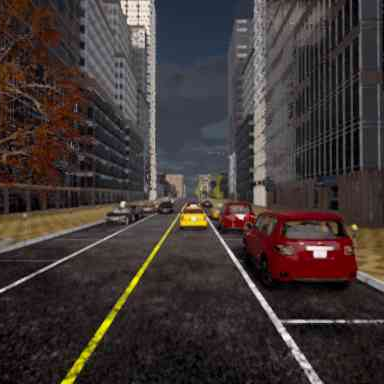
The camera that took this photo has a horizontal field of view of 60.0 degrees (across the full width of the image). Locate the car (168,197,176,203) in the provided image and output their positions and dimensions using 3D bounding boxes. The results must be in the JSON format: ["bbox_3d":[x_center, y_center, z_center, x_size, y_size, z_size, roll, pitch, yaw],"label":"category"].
[{"bbox_3d":[-5.664,2.368,94.776,1.967,1.590,4.097,0,-1,0],"label":"car"}]

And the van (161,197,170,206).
[{"bbox_3d":[-5.669,2.058,72.011,1.690,1.788,3.998,0,-1,0],"label":"van"}]

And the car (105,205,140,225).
[{"bbox_3d":[-5.681,1.825,26.472,2.008,1.369,4.403,0,-1,0],"label":"car"}]

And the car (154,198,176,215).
[{"bbox_3d":[-3.083,1.891,40.467,1.882,1.535,5.008,0,-1,0],"label":"car"}]

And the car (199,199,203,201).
[{"bbox_3d":[0.111,1.991,41.977,1.994,1.385,4.181,0,-1,0],"label":"car"}]

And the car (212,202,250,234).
[{"bbox_3d":[2.700,1.532,20.769,2.192,1.841,5.009,0,-1,0],"label":"car"}]

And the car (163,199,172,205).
[{"bbox_3d":[-5.669,2.352,77.700,1.802,1.307,4.206,0,-1,0],"label":"car"}]

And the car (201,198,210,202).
[{"bbox_3d":[2.708,2.174,60.609,1.947,1.339,4.313,0,-1,0],"label":"car"}]

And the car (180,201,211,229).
[{"bbox_3d":[0.106,1.700,23.527,1.801,1.575,5.366,0,-1,0],"label":"car"}]

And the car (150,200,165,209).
[{"bbox_3d":[-5.674,2.104,54.932,2.008,1.369,4.403,0,-1,0],"label":"car"}]

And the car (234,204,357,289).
[{"bbox_3d":[2.697,1.415,9.385,2.192,1.841,5.009,0,-1,0],"label":"car"}]

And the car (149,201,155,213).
[{"bbox_3d":[-5.677,2.025,43.547,1.802,1.307,4.206,0,-1,0],"label":"car"}]

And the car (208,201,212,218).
[{"bbox_3d":[2.701,1.858,32.320,1.752,1.417,4.829,0,-1,0],"label":"car"}]

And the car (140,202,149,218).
[{"bbox_3d":[-5.680,1.897,32.165,1.947,1.339,4.313,0,-1,0],"label":"car"}]

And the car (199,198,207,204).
[{"bbox_3d":[2.714,2.263,83.376,1.967,1.590,4.097,0,-1,0],"label":"car"}]

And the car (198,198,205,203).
[{"bbox_3d":[2.716,2.510,94.759,1.802,1.307,4.206,0,-1,0],"label":"car"}]
